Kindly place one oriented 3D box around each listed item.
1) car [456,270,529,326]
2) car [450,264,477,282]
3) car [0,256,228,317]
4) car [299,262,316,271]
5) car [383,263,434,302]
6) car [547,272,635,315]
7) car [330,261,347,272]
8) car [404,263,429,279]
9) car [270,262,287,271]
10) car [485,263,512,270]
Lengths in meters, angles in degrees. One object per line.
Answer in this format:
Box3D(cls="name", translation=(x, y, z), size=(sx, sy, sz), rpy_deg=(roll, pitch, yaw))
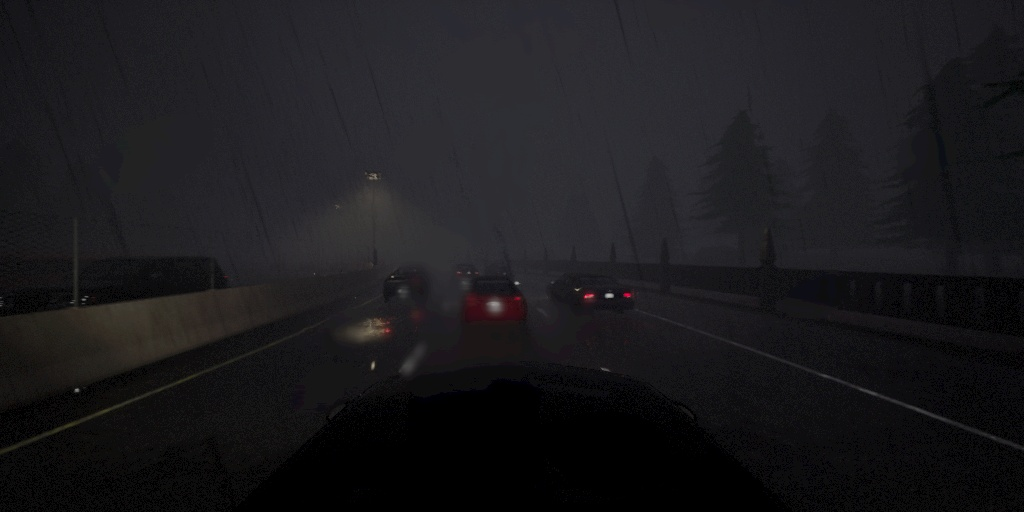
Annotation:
Box3D(cls="car", translation=(-0.649, 1.325, 11.826), size=(1.994, 1.385, 4.181), rpy_deg=(0, 0, -6))
Box3D(cls="car", translation=(-3.918, 1.337, 29.432), size=(2.033, 1.411, 5.357), rpy_deg=(0, 0, -16))
Box3D(cls="car", translation=(-11.203, 1.025, 10.765), size=(2.150, 2.045, 5.566), rpy_deg=(0, 0, -7))
Box3D(cls="car", translation=(-29.901, 1.516, 52.408), size=(1.895, 1.301, 4.718), rpy_deg=(0, 0, -33))
Box3D(cls="car", translation=(-4.863, 1.275, 17.194), size=(2.128, 1.511, 4.902), rpy_deg=(0, 0, -9))
Box3D(cls="car", translation=(2.749, 1.297, 13.683), size=(2.033, 1.411, 5.357), rpy_deg=(0, 0, -7))
Box3D(cls="car", translation=(-23.776, 1.379, 49.086), size=(2.128, 1.511, 4.902), rpy_deg=(0, 0, -30))
Box3D(cls="car", translation=(-9.305, 1.380, 34.658), size=(1.994, 1.385, 4.181), rpy_deg=(0, 0, -19))
Box3D(cls="car", translation=(-33.881, 1.494, 52.018), size=(1.994, 1.385, 4.181), rpy_deg=(0, 0, -34))
Box3D(cls="car", translation=(-1.257, 1.308, 32.562), size=(1.812, 1.442, 4.674), rpy_deg=(0, 0, -17))
